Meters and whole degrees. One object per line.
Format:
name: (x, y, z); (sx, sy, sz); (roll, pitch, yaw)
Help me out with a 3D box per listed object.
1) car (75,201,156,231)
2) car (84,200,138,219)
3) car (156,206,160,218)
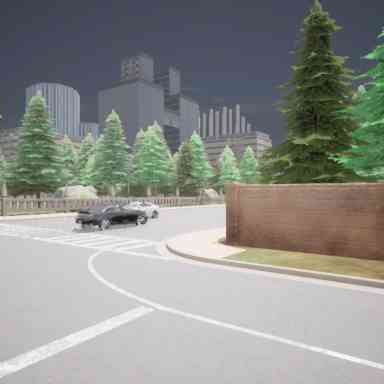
car: (-4.906, 1.491, 20.838); (2.128, 1.511, 4.902); (0, 0, 36)
car: (-7.164, 1.526, 29.973); (1.812, 1.442, 4.674); (0, 0, 35)
car: (-4.582, 1.526, 27.562); (1.812, 1.442, 4.674); (0, 0, 35)
